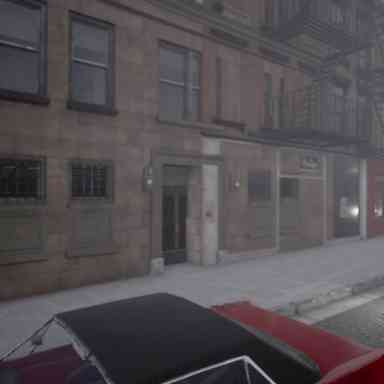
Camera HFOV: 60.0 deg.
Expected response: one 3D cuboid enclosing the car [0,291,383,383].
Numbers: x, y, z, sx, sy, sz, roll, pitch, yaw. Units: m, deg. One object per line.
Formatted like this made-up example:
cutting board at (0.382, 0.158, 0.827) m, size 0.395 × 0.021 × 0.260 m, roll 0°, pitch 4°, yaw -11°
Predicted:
car at (-0.647, 1.605, 2.308) m, size 4.718 × 1.301 × 1.895 m, roll 0°, pitch 0°, yaw -36°
